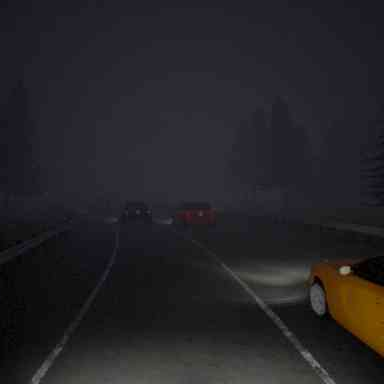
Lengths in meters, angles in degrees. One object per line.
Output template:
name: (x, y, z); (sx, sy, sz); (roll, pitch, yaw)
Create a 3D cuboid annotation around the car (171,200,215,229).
car: (-0.023, 1.422, 22.749); (2.097, 1.767, 4.553); (0, 0, -16)

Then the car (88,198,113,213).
car: (-10.894, 1.510, 39.509); (2.097, 1.767, 4.553); (0, 0, -29)

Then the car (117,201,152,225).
car: (-4.405, 1.445, 24.963); (2.097, 1.767, 4.553); (0, 0, -18)

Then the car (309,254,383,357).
car: (3.241, 1.480, 4.329); (1.882, 1.535, 5.008); (0, 0, -3)
